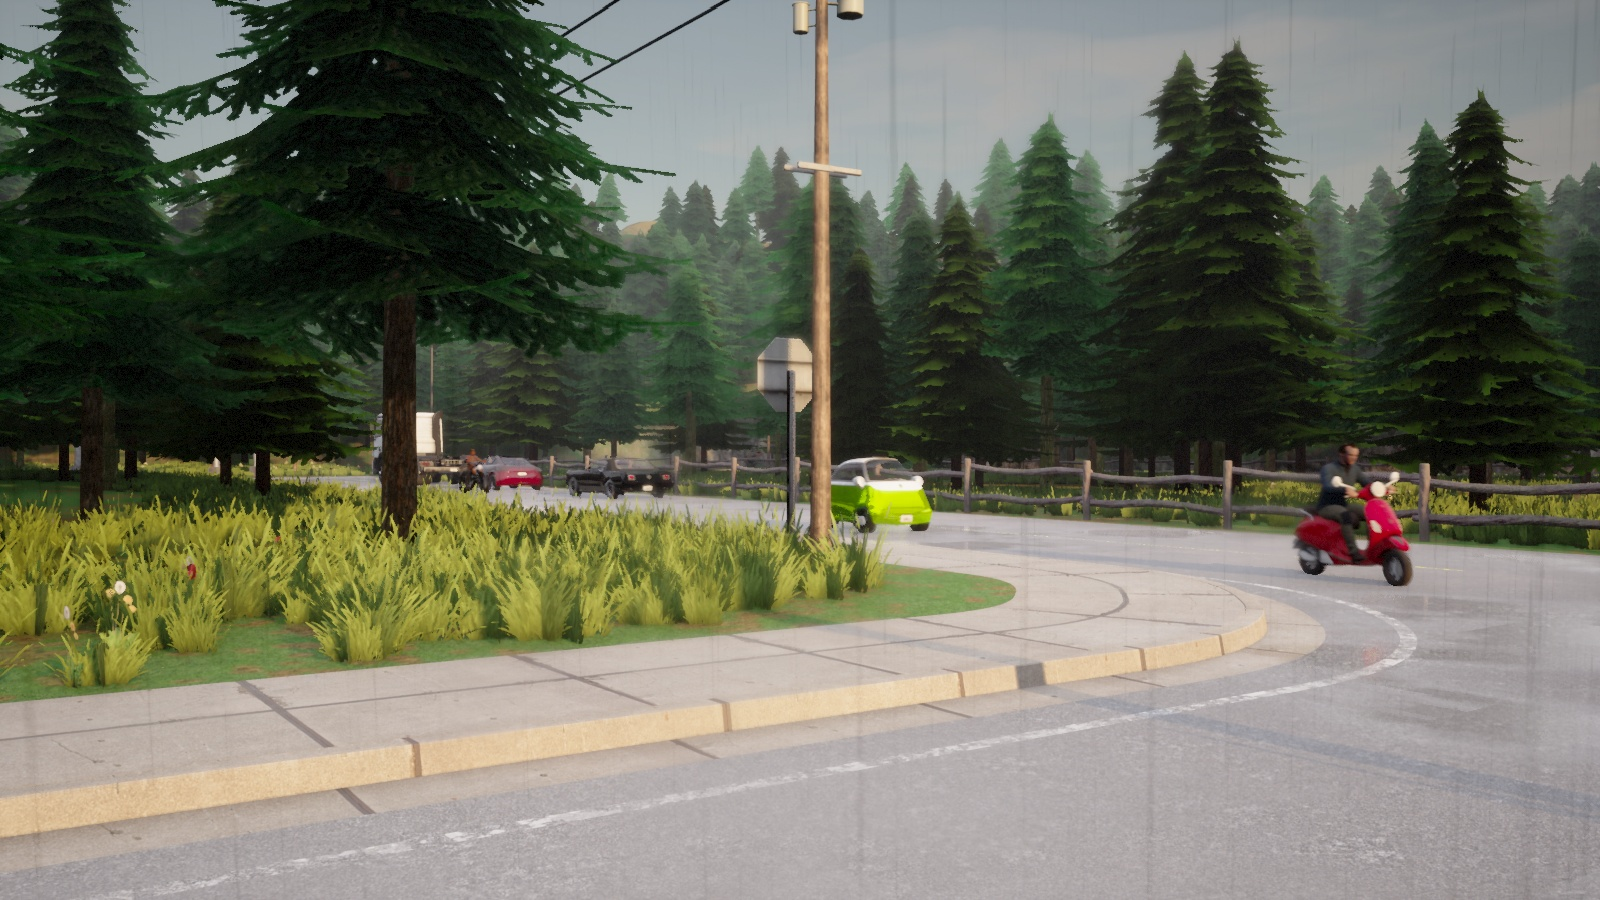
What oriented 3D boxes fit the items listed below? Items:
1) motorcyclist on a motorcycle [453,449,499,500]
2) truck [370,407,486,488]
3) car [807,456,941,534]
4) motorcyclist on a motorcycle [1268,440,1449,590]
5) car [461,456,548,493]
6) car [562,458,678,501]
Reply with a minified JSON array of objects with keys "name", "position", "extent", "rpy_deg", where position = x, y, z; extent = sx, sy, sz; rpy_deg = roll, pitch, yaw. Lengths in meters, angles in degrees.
[{"name":"motorcyclist on a motorcycle","position":[-10.892,0.795,42.107],"extent":[0.766,1.649,2.350],"rpy_deg":[0,0,-34]},{"name":"truck","position":[-17.312,-0.085,58.062],"extent":[2.891,3.462,7.936],"rpy_deg":[0,0,-34]},{"name":"car","position":[1.359,0.818,23.503],"extent":[1.481,1.376,2.207],"rpy_deg":[0,-1,-32]},{"name":"motorcyclist on a motorcycle","position":[6.363,0.687,14.423],"extent":[0.866,1.590,1.817],"rpy_deg":[-1,1,-19]},{"name":"car","position":[-11.738,0.928,49.695],"extent":[1.994,1.385,4.181],"rpy_deg":[0,0,-34]},{"name":"car","position":[-5.957,0.931,41.010],"extent":[1.895,1.301,4.718],"rpy_deg":[0,0,-34]}]
